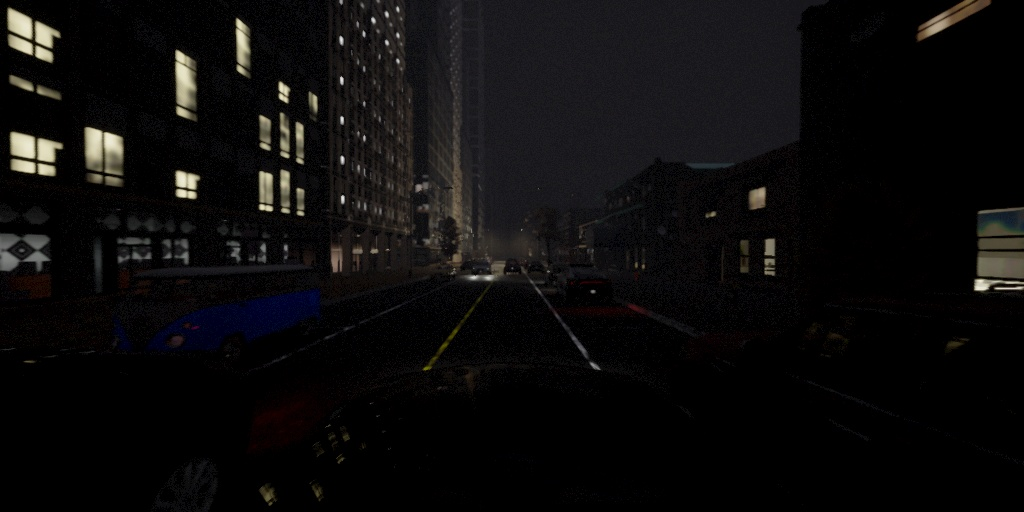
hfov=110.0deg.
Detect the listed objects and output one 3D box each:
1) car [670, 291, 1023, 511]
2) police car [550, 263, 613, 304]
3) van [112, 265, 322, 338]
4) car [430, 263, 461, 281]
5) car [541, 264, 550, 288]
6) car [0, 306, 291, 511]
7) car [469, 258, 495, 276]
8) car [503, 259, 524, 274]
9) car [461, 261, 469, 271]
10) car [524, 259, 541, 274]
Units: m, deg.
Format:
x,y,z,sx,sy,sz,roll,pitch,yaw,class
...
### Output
x,y,z,sx,sy,sz,roll,pitch,yaw,class
2.689,1.065,1.739,2.192,1.841,5.009,0,0,0,car
3.138,1.163,16.468,1.930,1.638,5.238,0,0,0,police car
-5.657,1.087,7.441,1.690,1.789,3.998,0,0,0,van
-5.649,1.255,29.847,1.751,1.417,4.829,0,0,0,car
3.153,1.238,23.359,1.837,1.490,4.892,0,0,0,car
-3.092,1.256,1.033,1.837,1.490,4.892,0,0,0,car
-3.079,1.249,37.625,1.812,1.442,4.674,0,0,0,car
0.077,1.286,39.990,1.994,1.385,4.181,0,0,1,car
-5.644,1.283,46.949,1.948,1.339,4.313,0,0,0,car
2.702,1.287,41.248,1.948,1.339,4.313,0,0,0,car
